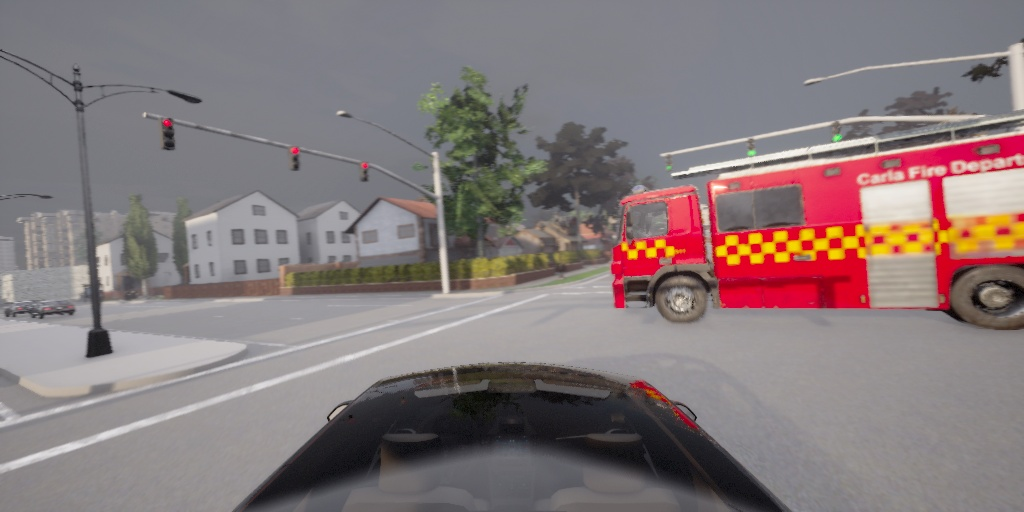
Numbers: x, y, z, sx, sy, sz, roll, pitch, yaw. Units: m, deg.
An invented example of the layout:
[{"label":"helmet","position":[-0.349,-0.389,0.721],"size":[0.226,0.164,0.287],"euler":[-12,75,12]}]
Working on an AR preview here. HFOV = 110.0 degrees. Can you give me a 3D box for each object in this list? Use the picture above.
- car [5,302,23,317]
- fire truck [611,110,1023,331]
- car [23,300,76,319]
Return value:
[{"label":"car","position":[-48.461,5.211,35.594],"size":[5.357,1.411,2.033],"euler":[-5,0,29]},{"label":"fire truck","position":[6.853,-0.476,8.555],"size":[8.468,3.827,2.891],"euler":[-5,0,29]},{"label":"car","position":[-38.633,4.416,30.125],"size":[5.357,1.411,2.033],"euler":[-5,0,30]}]
